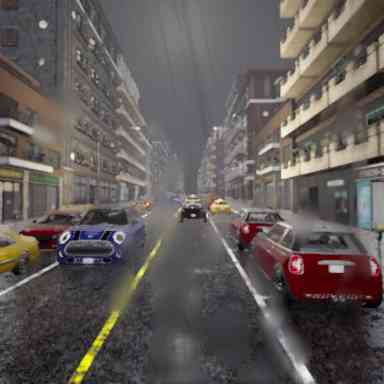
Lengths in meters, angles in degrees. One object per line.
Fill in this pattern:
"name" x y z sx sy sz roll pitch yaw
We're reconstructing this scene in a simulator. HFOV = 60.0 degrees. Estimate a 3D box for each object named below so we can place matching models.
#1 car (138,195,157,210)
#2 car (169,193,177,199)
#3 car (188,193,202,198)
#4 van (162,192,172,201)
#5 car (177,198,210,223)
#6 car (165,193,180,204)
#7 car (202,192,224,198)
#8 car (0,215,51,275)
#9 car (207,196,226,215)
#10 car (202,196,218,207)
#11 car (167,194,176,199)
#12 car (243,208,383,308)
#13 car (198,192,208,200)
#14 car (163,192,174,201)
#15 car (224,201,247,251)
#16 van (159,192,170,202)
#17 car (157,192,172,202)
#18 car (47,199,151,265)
"car" -5.286 1.238 36.226 1.967 1.590 4.097 2 0 0
"car" -5.288 1.117 92.872 2.008 1.369 4.403 2 0 0
"car" 0.102 1.222 42.001 1.801 1.575 5.366 0 0 0
"van" -5.282 0.987 70.211 1.690 1.788 3.998 2 0 0
"car" 0.101 1.386 24.242 1.812 1.442 4.674 0 0 0
"car" -2.808 1.256 54.172 2.033 1.411 5.357 0 0 1
"car" 2.597 1.112 36.219 2.192 1.841 5.009 2 0 0
"car" -5.290 1.479 7.732 1.752 1.417 4.829 2 0 0
"car" 2.590 1.351 30.725 1.752 1.417 4.829 2 0 0
"car" 2.590 1.290 47.548 2.008 1.369 4.403 2 0 0
"car" -5.289 1.149 87.207 1.947 1.339 4.313 2 0 0
"car" 2.592 1.392 7.896 1.967 1.590 4.097 2 0 0
"car" 2.598 0.917 81.535 2.192 1.841 5.009 2 0 0
"car" -5.281 0.939 75.877 2.192 1.841 5.009 2 0 0
"car" 2.592 1.359 13.561 1.967 1.590 4.097 2 0 0
"van" -5.282 1.008 64.546 1.690 1.788 3.998 2 0 0
"car" -5.281 1.004 58.882 2.192 1.841 5.009 2 0 0
"car" -2.850 1.284 11.397 2.097 1.767 4.553 0 0 0
